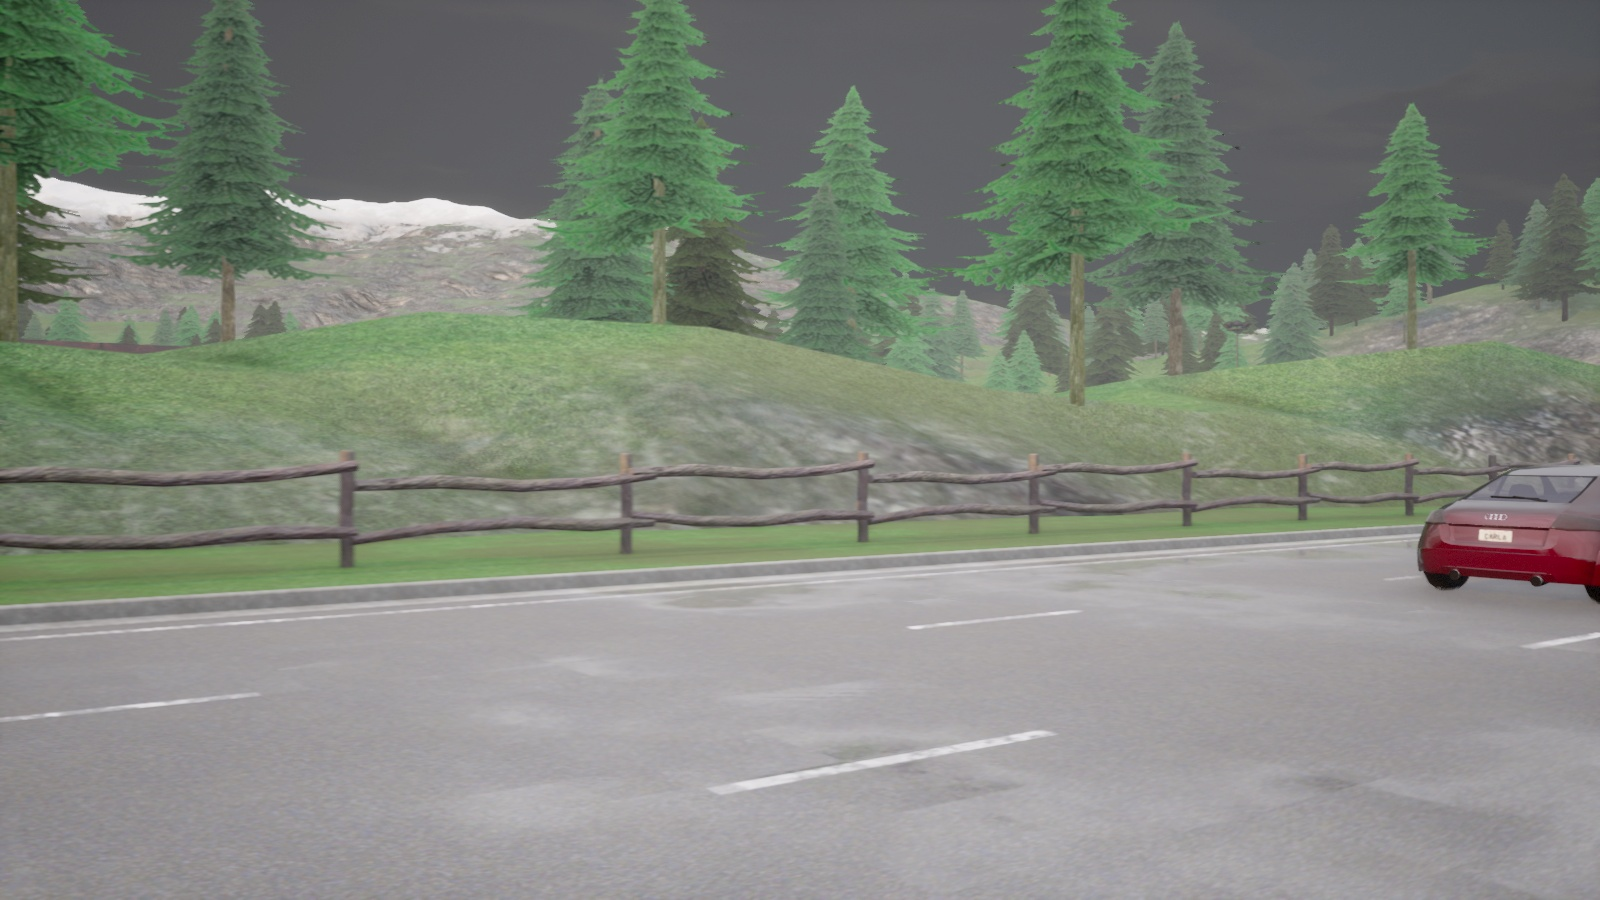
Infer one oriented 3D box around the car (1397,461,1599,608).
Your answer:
[{"bbox_3d":[8.783,0.824,14.037,4.181,1.385,1.994,0,0,-35],"label":"car"}]
